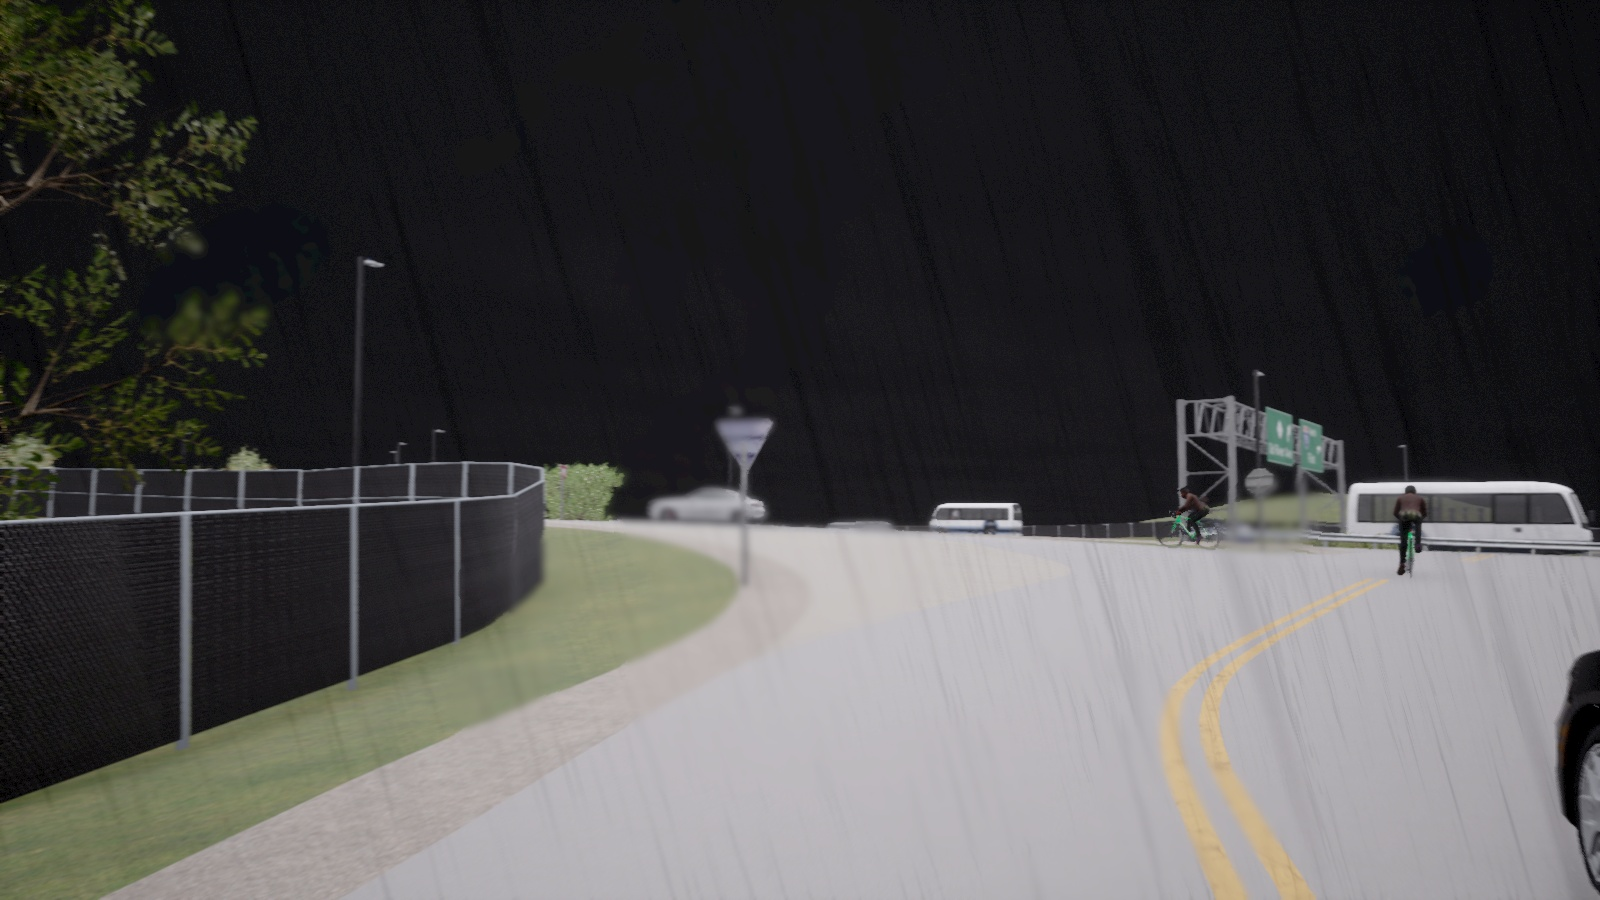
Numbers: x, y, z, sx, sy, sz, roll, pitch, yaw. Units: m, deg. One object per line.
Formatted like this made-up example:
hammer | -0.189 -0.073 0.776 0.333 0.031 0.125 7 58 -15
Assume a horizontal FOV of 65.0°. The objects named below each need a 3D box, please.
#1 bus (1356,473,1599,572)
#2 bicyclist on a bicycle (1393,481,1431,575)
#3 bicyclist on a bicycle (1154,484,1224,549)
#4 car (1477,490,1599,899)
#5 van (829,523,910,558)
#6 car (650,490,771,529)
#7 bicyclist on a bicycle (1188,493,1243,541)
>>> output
bus | 32.002 3.405 58.786 10.273 4.253 3.944 -2 -5 34
bicyclist on a bicycle | 10.985 1.378 22.563 0.582 1.620 1.656 0 -2 25
bicyclist on a bicycle | 10.255 1.746 33.094 1.656 1.620 0.582 0 -5 28
car | 3.746 0.893 3.129 1.882 1.535 5.008 1 -2 6
van | 4.062 5.334 74.001 4.442 1.987 1.775 -2 -5 32
car | -3.602 2.416 50.965 4.674 1.442 1.812 1 -4 2
bicyclist on a bicycle | 15.653 2.533 47.334 1.843 1.776 0.659 1 -4 2
